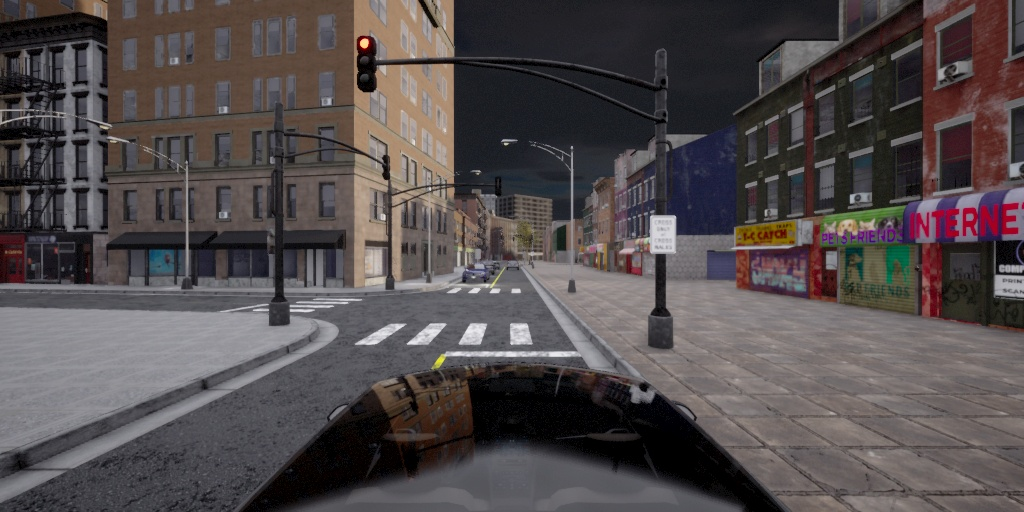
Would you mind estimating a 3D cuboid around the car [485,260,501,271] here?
[{"bbox_3d":[-2.725,1.325,51.781,1.994,1.385,4.181,0,0,0],"label":"car"}]

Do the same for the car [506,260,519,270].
[{"bbox_3d":[0.111,1.310,52.760,2.033,1.411,5.357,0,0,0],"label":"car"}]

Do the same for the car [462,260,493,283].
[{"bbox_3d":[-2.792,1.279,28.425,1.812,1.442,4.674,0,0,0],"label":"car"}]

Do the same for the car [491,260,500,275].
[{"bbox_3d":[-2.769,1.247,38.860,2.128,1.511,4.902,0,0,0],"label":"car"}]
